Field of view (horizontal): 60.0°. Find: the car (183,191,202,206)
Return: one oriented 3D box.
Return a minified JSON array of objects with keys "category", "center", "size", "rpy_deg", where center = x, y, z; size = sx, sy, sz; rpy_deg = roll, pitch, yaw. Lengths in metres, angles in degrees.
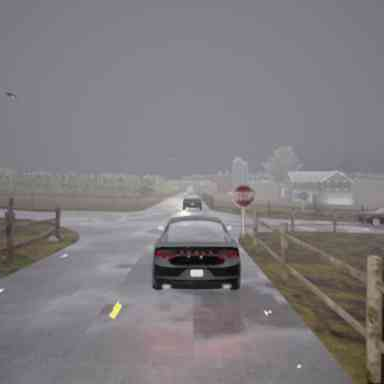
[{"category":"car","center":[0.032,0.990,34.930],"size":[1.882,1.535,5.008],"rpy_deg":[0,1,0]}]

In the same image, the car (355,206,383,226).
[{"category":"car","center":[14.796,1.769,24.778],"size":[5.008,1.535,1.882],"rpy_deg":[2,1,-1]}]

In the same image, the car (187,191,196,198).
[{"category":"car","center":[-0.153,0.493,79.882],"size":[2.128,1.511,4.902],"rpy_deg":[0,1,0]}]

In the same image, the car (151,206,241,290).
[{"category":"car","center":[0.083,1.343,8.744],"size":[1.882,1.535,5.008],"rpy_deg":[0,1,0]}]
